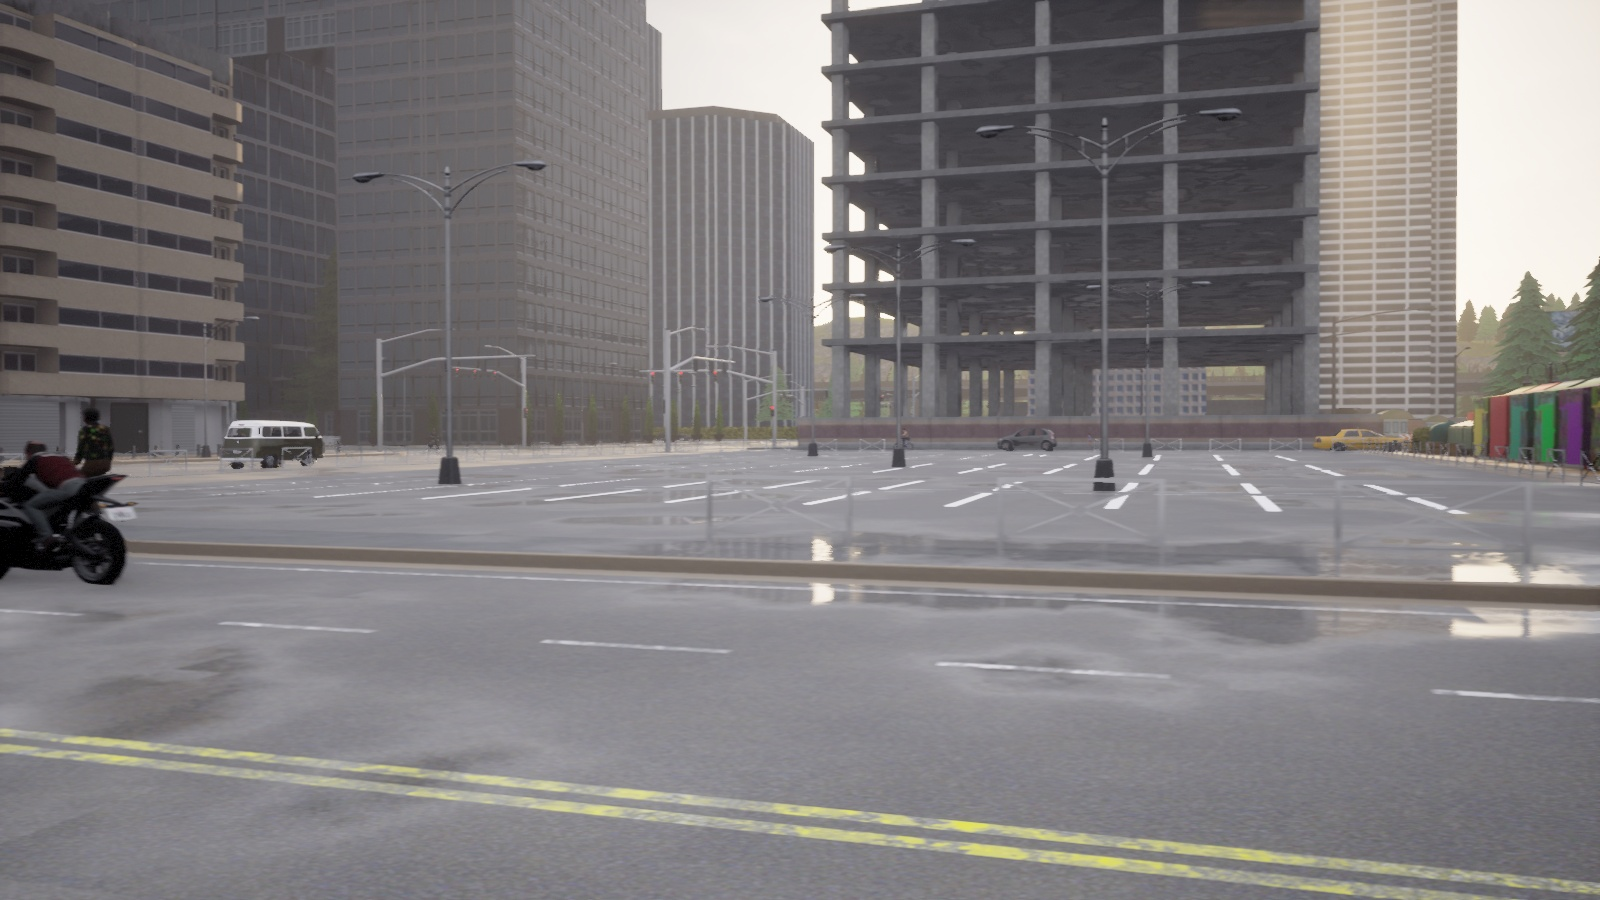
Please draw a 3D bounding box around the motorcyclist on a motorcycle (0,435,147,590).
[{"bbox_3d":[-8.130,0.618,13.314,2.191,1.530,0.866,1,1,19],"label":"motorcyclist on a motorcycle"}]

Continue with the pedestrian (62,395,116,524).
[{"bbox_3d":[-10.851,0.137,19.160,0.692,1.930,0.395,1,1,27],"label":"pedestrian"}]

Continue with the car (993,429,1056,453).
[{"bbox_3d":[15.287,-0.642,85.473,3.988,1.617,1.851,0,1,17],"label":"car"}]

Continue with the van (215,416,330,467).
[{"bbox_3d":[-22.116,-0.379,52.841,2.069,2.038,4.480,0,1,17],"label":"van"}]

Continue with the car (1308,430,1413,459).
[{"bbox_3d":[32.532,-0.336,72.983,5.366,1.575,1.801,0,1,17],"label":"car"}]
